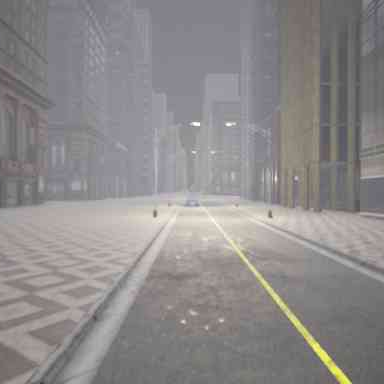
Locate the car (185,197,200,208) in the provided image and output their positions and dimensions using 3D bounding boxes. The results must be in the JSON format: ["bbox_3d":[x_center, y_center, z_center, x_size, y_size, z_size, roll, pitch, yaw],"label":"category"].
[{"bbox_3d":[0.057,1.477,48.494,1.812,1.442,4.674,0,0,-1],"label":"car"}]
